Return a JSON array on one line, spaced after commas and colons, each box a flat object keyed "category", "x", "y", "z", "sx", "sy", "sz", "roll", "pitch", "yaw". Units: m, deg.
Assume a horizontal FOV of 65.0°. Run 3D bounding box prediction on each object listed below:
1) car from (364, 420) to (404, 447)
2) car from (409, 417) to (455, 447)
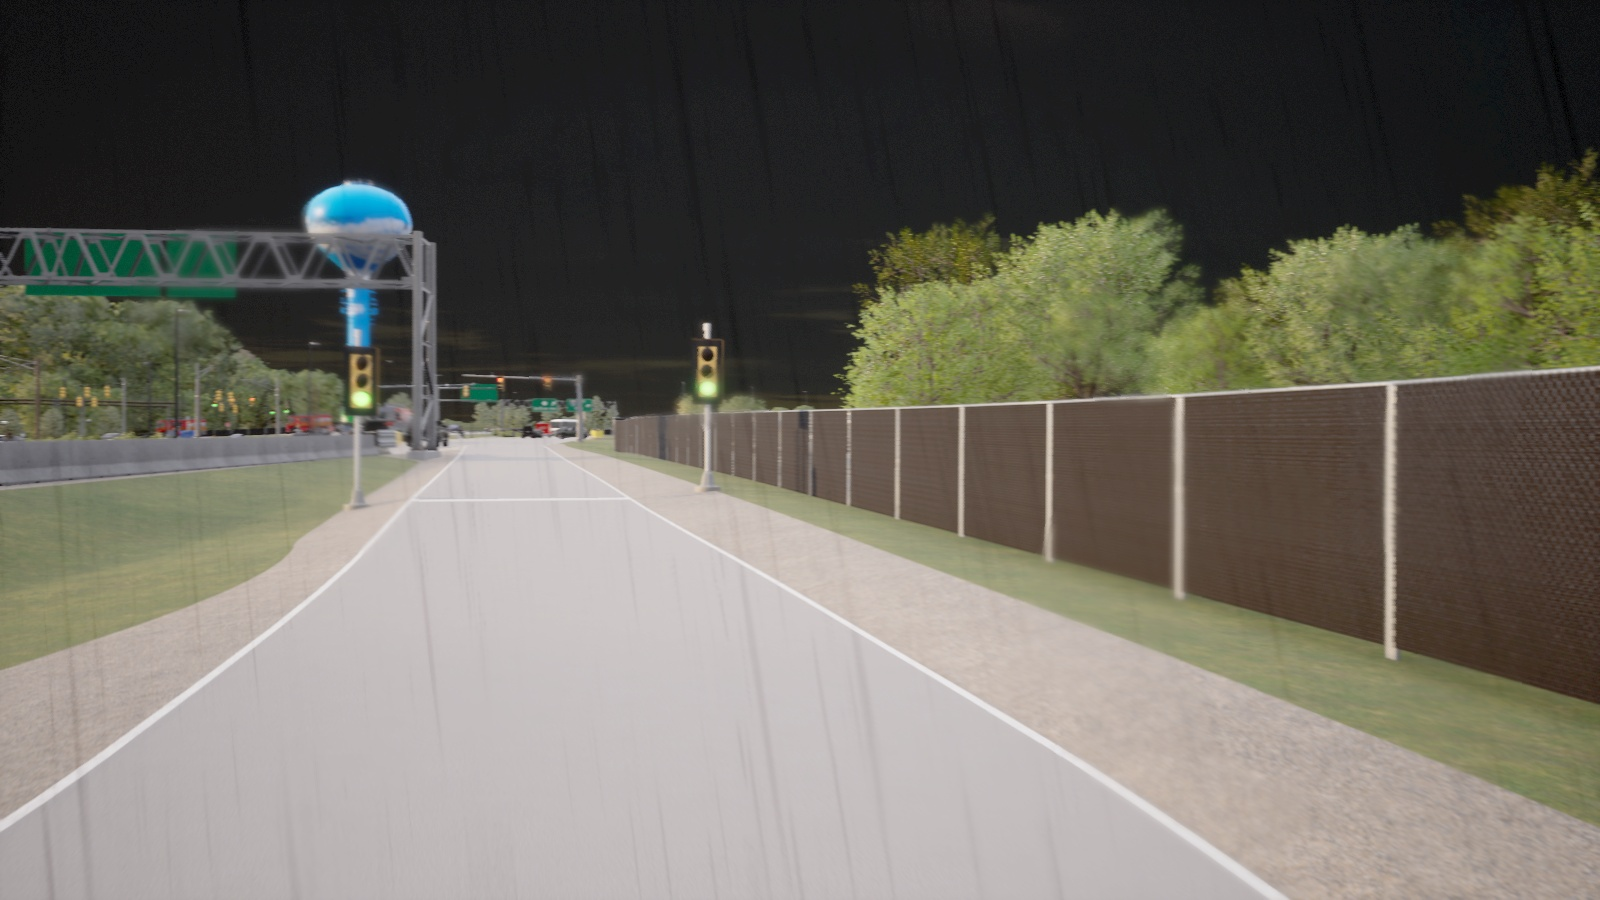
[{"category": "car", "x": -29.614, "y": -1.187, "z": 89.457, "sx": 1.905, "sy": 1.878, "sz": 3.866, "roll": 0, "pitch": 1, "yaw": -6}, {"category": "car", "x": -26.058, "y": -1.252, "z": 89.124, "sx": 2.150, "sy": 2.045, "sz": 5.566, "roll": 0, "pitch": 1, "yaw": -6}]
